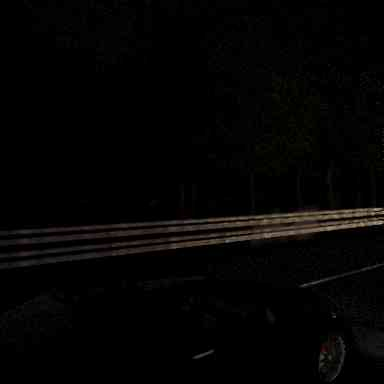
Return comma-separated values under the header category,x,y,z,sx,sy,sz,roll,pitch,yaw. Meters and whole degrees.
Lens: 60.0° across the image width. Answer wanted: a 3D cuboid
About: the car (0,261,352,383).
category,x,y,z,sx,sy,sz,roll,pitch,yaw
car,-0.184,1.521,3.618,4.674,1.442,1.812,0,0,-36
